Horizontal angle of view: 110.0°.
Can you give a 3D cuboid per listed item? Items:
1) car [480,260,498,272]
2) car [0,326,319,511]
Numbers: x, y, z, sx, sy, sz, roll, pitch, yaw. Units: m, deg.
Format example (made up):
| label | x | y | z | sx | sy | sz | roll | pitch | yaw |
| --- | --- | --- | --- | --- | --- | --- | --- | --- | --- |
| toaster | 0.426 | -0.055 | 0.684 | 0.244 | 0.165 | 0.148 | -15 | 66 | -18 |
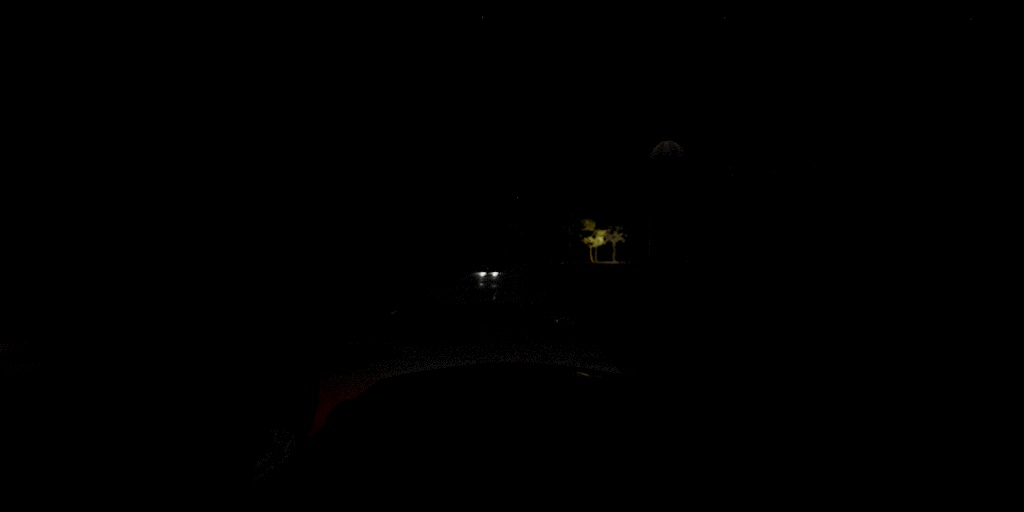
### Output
| label | x | y | z | sx | sy | sz | roll | pitch | yaw |
| --- | --- | --- | --- | --- | --- | --- | --- | --- | --- |
| car | -2.846 | 1.225 | 44.756 | 1.837 | 1.490 | 4.892 | 0 | -1 | 0 |
| car | -2.850 | 1.228 | 1.494 | 1.882 | 1.535 | 5.008 | 0 | 0 | 0 |
